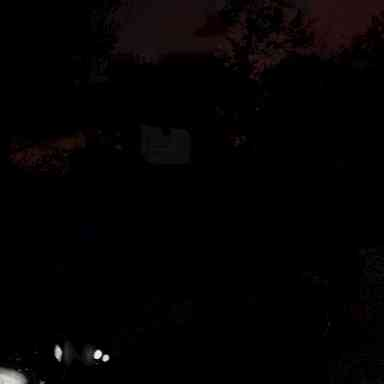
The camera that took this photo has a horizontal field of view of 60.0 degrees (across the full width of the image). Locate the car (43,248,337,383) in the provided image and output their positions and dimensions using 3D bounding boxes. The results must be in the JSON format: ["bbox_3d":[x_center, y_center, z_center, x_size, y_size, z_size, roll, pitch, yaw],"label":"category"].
[{"bbox_3d":[0.178,1.563,4.764,4.181,1.385,1.994,0,0,-35],"label":"car"}]
